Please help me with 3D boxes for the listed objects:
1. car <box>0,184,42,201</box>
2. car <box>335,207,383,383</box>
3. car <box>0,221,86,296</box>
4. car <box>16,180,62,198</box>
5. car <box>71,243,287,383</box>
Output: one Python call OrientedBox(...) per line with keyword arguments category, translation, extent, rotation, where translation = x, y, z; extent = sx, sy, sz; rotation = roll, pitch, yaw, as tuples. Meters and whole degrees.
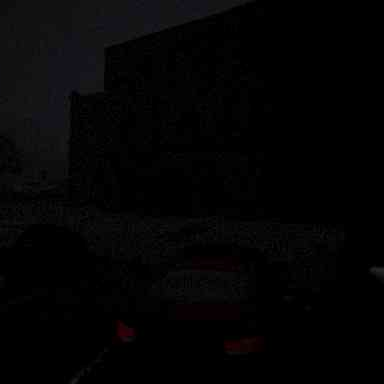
OrientedBox(category="car", translation=(-20.107, 0.190, 37.660), extent=(4.674, 1.452, 2.002), rotation=(1, 6, 7))
OrientedBox(category="car", translation=(2.899, 1.230, 3.335), extent=(2.435, 2.045, 5.566), rotation=(1, -1, 15))
OrientedBox(category="car", translation=(-4.537, 1.514, 8.541), extent=(2.002, 1.452, 4.674), rotation=(1, -1, 14))
OrientedBox(category="car", translation=(-18.697, -0.387, 40.299), extent=(5.566, 2.045, 2.435), rotation=(1, 6, 8))
OrientedBox(category="car", translation=(0.425, 1.519, 5.101), extent=(2.002, 1.452, 4.674), rotation=(0, -1, 15))
